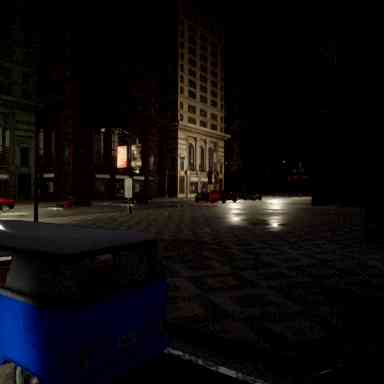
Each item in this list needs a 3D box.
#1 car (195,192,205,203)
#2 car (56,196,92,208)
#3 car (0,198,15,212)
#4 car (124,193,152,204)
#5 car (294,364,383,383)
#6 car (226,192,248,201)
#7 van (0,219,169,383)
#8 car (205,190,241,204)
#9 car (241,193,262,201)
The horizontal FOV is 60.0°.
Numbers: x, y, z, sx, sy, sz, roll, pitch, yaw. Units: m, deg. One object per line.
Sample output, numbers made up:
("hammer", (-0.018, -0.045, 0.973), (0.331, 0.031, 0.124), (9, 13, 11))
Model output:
("car", (2.441, 0.755, 52.803), (2.097, 1.767, 4.553), (0, 1, 36))
("car", (-14.320, 1.177, 40.596), (1.994, 1.385, 4.181), (0, 1, 35))
("car", (-20.079, 1.218, 32.443), (1.882, 1.535, 5.008), (0, 1, 35))
("car", (-7.994, 0.980, 49.532), (1.837, 1.490, 4.892), (0, 1, 35))
("car", (2.407, 1.582, 1.365), (4.206, 1.307, 1.802), (0, 0, 35))
("car", (8.254, 0.752, 61.126), (1.882, 1.535, 5.008), (0, 1, 35))
("van", (-2.205, 1.341, 4.626), (3.998, 1.788, 1.690), (0, 0, 35))
("car", (4.814, 0.648, 50.538), (2.150, 2.045, 5.566), (0, 1, 36))
("car", (10.910, 0.856, 59.251), (1.994, 1.385, 4.181), (0, 1, 35))
